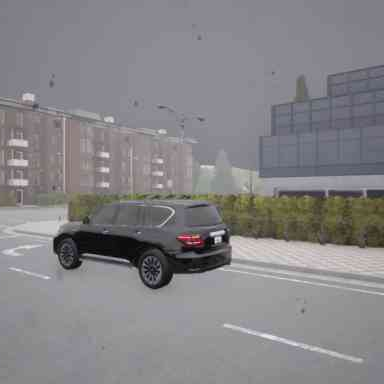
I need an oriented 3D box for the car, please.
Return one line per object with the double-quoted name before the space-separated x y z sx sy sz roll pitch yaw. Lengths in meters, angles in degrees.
"car" -1.573 1.221 9.401 5.566 2.045 2.150 0 0 35
